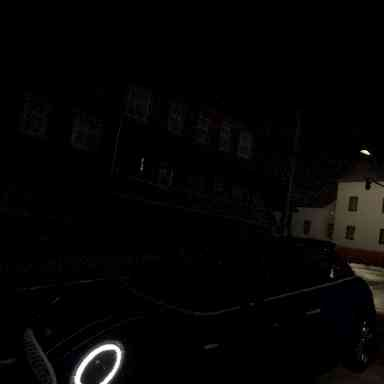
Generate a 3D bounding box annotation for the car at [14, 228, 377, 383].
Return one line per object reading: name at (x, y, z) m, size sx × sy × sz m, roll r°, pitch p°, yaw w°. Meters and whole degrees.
car at (0.353, 1.393, 4.245) m, size 4.553 × 1.767 × 2.097 m, roll 2°, pitch -1°, yaw -35°
